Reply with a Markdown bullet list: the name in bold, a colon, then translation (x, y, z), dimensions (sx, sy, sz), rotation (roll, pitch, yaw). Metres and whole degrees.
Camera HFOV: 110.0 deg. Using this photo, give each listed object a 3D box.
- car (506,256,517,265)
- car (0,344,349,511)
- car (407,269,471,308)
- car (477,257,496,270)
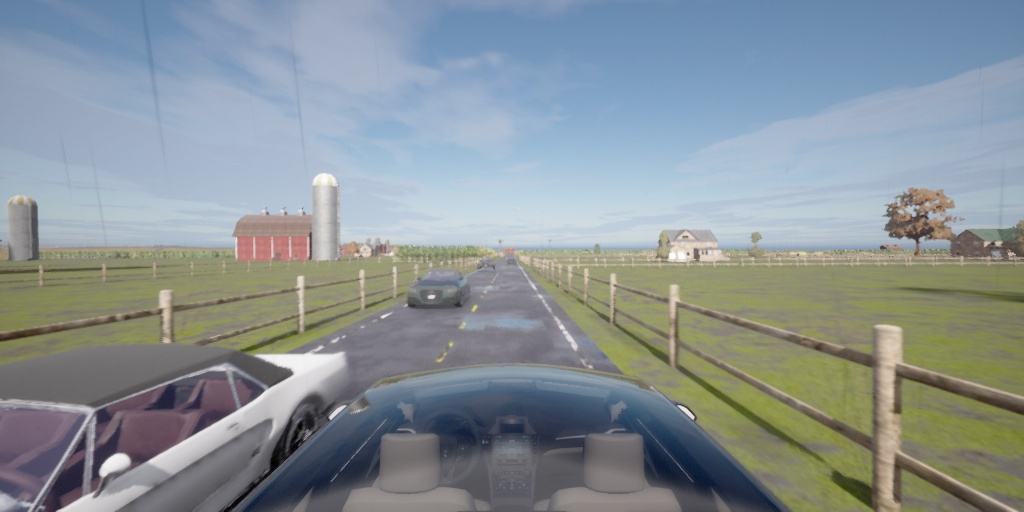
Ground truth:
- **car**: translation (-0.119, 0.897, 64.300), dimensions (2.128, 1.511, 4.902), rotation (0, 0, 0)
- **car**: translation (-2.847, 1.354, 1.983), dimensions (1.895, 1.301, 4.718), rotation (0, 0, 0)
- **car**: translation (-2.859, 1.254, 14.739), dimensions (1.994, 1.385, 4.181), rotation (0, 0, 0)
- **car**: translation (-2.823, 0.819, 40.674), dimensions (1.994, 1.385, 4.181), rotation (0, 0, 0)
